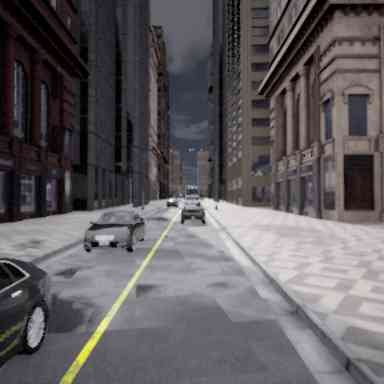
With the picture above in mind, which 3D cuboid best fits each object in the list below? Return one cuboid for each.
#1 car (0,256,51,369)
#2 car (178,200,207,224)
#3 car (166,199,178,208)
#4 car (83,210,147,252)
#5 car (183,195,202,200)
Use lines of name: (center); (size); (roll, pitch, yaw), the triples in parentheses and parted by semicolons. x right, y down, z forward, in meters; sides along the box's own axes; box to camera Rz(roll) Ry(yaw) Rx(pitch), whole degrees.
car: (-3.103, 1.521, 3.343); (1.837, 1.490, 4.892); (0, -1, 0)
car: (0.073, 1.616, 26.063); (1.837, 1.490, 4.892); (0, 0, 0)
car: (-3.101, 1.795, 53.175); (2.033, 1.411, 5.357); (0, 0, 1)
car: (-3.102, 1.551, 14.185); (2.128, 1.511, 4.902); (0, 0, 0)
car: (0.060, 1.412, 42.341); (2.150, 2.045, 5.566); (0, 0, 0)
